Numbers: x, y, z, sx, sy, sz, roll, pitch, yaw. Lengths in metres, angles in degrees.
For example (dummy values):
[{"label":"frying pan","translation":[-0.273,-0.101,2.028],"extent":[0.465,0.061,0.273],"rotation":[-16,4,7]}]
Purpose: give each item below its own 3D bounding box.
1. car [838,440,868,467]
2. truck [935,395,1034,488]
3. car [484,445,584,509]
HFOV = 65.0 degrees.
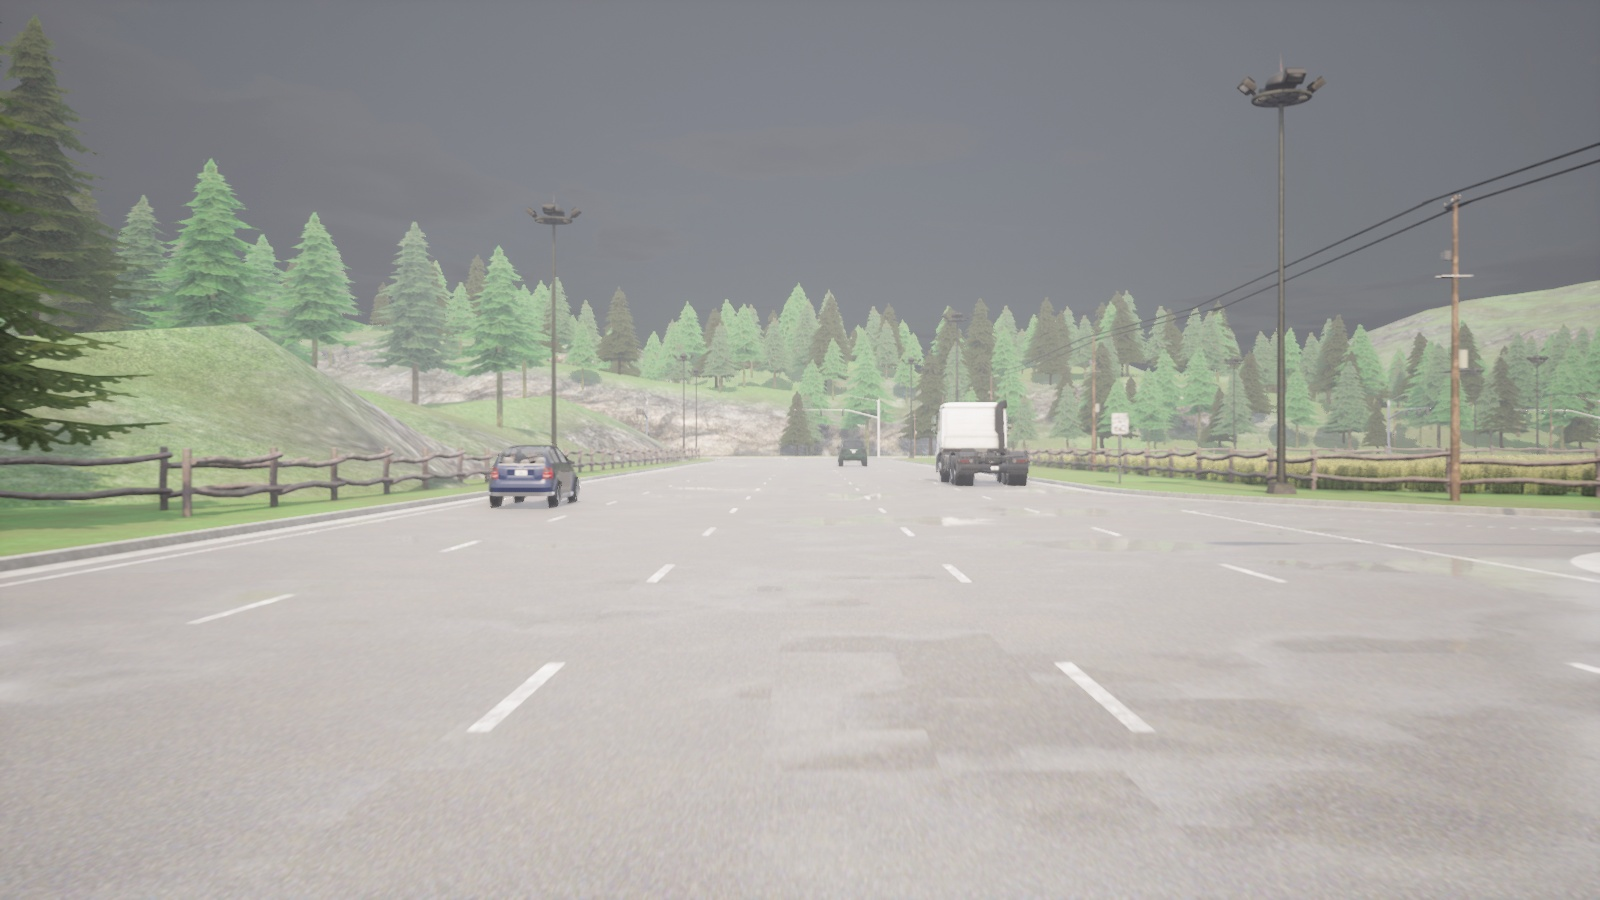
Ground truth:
[{"label":"car","translation":[4.073,0.259,97.608],"extent":[2.150,2.045,5.566],"rotation":[0,0,0]},{"label":"truck","translation":[7.307,-0.338,50.872],"extent":[2.891,3.462,7.936],"rotation":[0,0,0]},{"label":"car","translation":[-6.799,0.650,32.481],"extent":[1.789,1.549,3.705],"rotation":[0,0,0]}]
